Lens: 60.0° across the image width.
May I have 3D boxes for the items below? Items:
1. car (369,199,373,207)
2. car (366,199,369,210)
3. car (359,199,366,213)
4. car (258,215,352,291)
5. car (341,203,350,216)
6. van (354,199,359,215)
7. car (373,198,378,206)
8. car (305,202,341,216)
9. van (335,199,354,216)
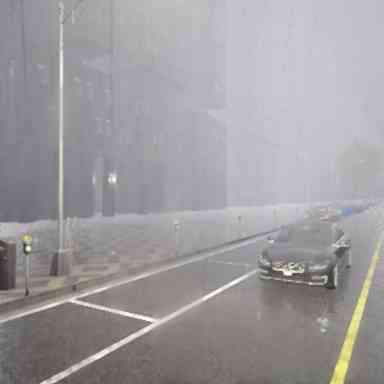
[{"bbox_3d":[30.523,2.179,59.469,2.192,1.841,5.009,-1,-1,31],"label":"car"},{"bbox_3d":[24.618,2.039,49.772,2.192,1.841,5.009,-1,-1,31],"label":"car"},{"bbox_3d":[21.665,1.970,44.924,2.192,1.841,5.009,-1,-1,31],"label":"car"},{"bbox_3d":[3.471,1.651,9.722,1.837,1.490,4.892,-1,-1,32],"label":"car"},{"bbox_3d":[12.807,1.997,30.374,2.008,1.369,4.403,-1,-1,31],"label":"car"},{"bbox_3d":[18.712,1.926,40.075,1.690,1.788,3.998,-1,-1,31],"label":"van"},{"bbox_3d":[39.381,2.392,74.015,2.192,1.841,5.009,-1,-1,31],"label":"car"},{"bbox_3d":[9.854,1.817,25.527,1.967,1.590,4.097,-1,-1,31],"label":"car"},{"bbox_3d":[15.759,1.857,35.226,1.690,1.788,3.998,-1,-1,31],"label":"van"}]
